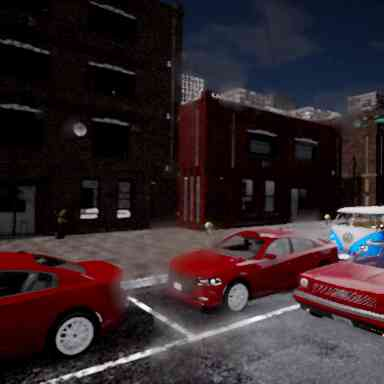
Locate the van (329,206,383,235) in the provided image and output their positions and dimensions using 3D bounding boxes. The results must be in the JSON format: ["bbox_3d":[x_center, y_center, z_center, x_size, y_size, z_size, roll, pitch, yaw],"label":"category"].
[{"bbox_3d":[6.196,1.372,10.961,3.998,1.788,1.690,0,1,-35],"label":"van"}]

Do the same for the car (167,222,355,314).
[{"bbox_3d":[1.563,1.560,7.660,4.507,1.381,1.887,0,1,-35],"label":"car"}]

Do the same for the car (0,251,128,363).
[{"bbox_3d":[-3.106,1.545,4.422,4.507,1.381,1.887,0,1,-35],"label":"car"}]

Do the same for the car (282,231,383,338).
[{"bbox_3d":[4.059,1.619,6.270,4.718,1.301,1.895,0,0,-35],"label":"car"}]
